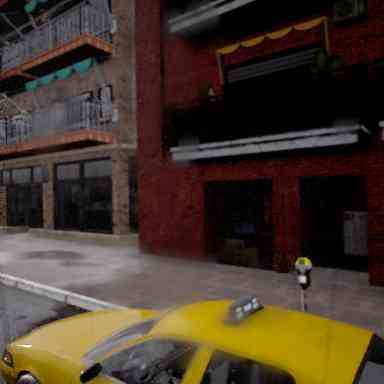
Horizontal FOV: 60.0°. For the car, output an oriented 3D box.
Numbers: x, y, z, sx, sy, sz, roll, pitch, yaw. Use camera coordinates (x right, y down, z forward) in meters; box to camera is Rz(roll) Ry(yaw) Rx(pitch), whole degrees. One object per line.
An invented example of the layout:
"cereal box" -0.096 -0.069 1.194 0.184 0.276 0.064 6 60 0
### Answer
"car" 0.187 1.537 2.764 4.829 1.417 1.752 -1 -1 36
